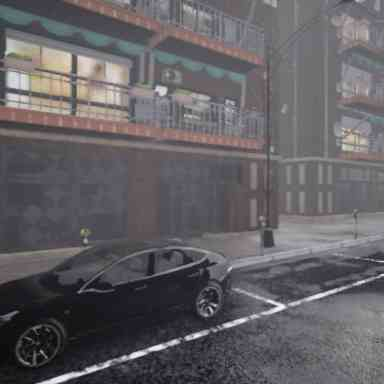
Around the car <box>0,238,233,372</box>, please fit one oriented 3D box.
[{"bbox_3d":[-1.218,1.545,5.680,4.313,1.339,1.947,-1,1,-36],"label":"car"}]
